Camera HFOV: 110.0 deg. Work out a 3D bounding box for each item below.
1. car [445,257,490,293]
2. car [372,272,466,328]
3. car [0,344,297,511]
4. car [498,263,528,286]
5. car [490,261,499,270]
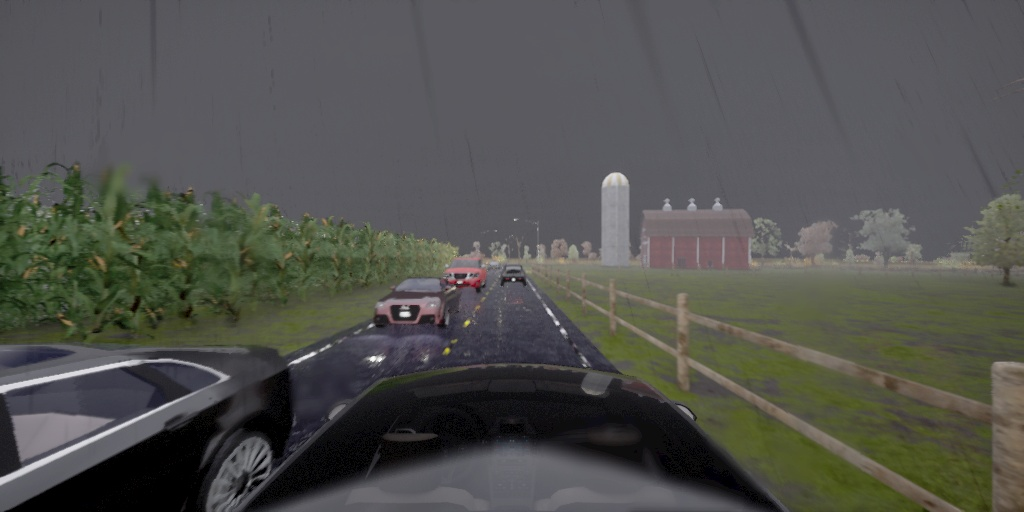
[{"bbox_3d":[-2.791,1.081,22.246,2.150,2.045,5.566,0,0,0],"label":"car"},{"bbox_3d":[-2.830,1.365,11.508,1.994,1.385,4.181,0,0,0],"label":"car"},{"bbox_3d":[-2.843,1.240,1.202,2.128,1.511,4.902,0,0,0],"label":"car"},{"bbox_3d":[0.105,1.391,27.012,1.837,1.490,4.892,0,0,0],"label":"car"},{"bbox_3d":[-2.850,1.553,58.019,1.882,1.535,5.008,0,0,0],"label":"car"}]
